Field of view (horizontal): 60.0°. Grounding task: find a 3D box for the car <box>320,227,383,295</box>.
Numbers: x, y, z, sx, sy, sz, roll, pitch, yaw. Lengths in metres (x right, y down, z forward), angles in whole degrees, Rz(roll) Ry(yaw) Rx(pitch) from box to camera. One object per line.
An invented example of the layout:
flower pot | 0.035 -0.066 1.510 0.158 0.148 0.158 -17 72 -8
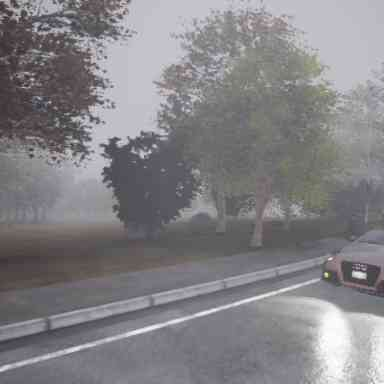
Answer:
car | 4.930 1.572 8.004 4.181 1.385 1.994 3 -1 -39
